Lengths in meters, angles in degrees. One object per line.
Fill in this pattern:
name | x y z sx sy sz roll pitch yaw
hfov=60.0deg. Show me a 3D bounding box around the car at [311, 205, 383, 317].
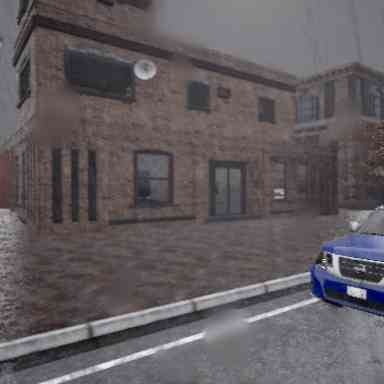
car | 4.833 1.221 6.825 5.566 2.045 2.150 0 0 -35
